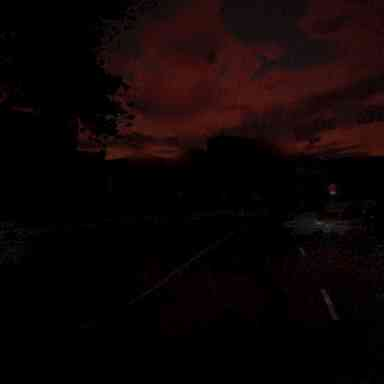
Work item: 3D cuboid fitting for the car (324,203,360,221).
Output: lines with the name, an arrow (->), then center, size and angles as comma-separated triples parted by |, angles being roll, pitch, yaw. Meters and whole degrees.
car -> 14.915, 1.898, 32.788 | 5.008, 1.535, 1.882 | -2, 0, -39

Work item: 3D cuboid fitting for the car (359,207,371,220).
car -> 17.799, 1.820, 30.750 | 4.892, 1.490, 1.837 | -3, 1, -39

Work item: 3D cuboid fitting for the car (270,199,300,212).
car -> 12.332, 1.735, 44.058 | 4.553, 1.767, 2.097 | -1, 0, -39
